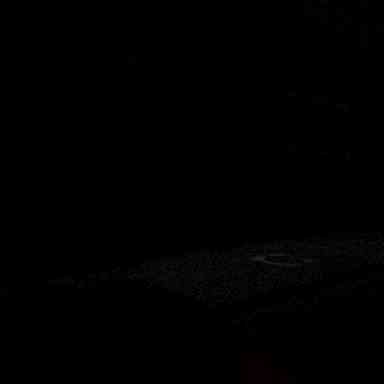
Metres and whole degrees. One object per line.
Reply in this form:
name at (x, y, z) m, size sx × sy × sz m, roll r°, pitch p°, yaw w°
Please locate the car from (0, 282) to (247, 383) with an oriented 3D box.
car at (-1.874, 1.477, 2.041) m, size 5.008 × 1.535 × 1.882 m, roll 0°, pitch 0°, yaw -36°
